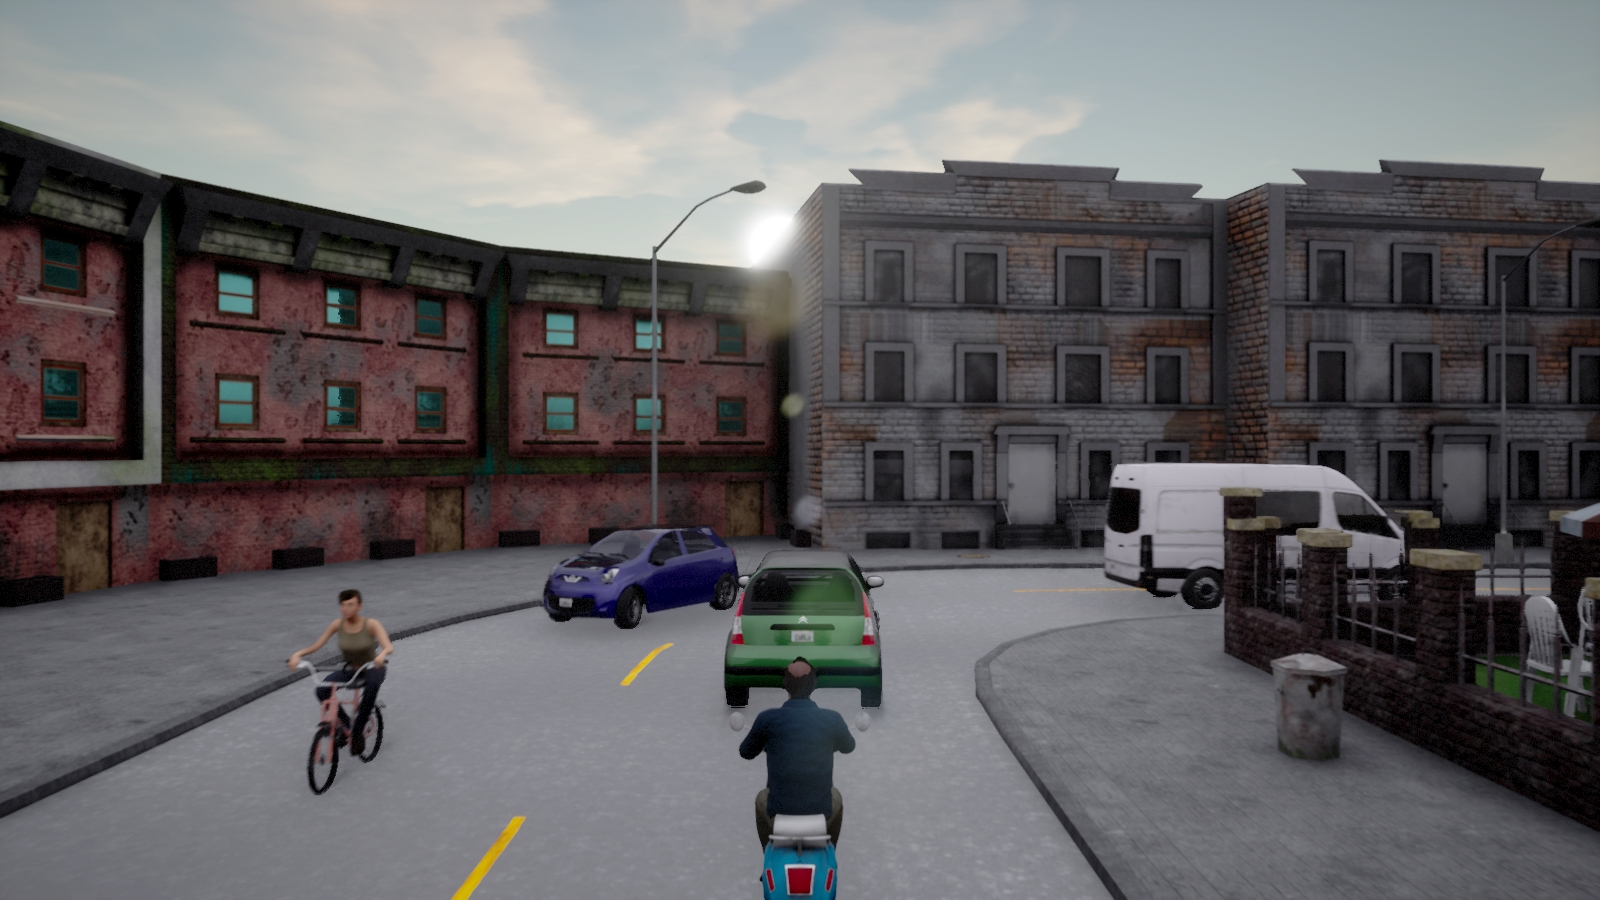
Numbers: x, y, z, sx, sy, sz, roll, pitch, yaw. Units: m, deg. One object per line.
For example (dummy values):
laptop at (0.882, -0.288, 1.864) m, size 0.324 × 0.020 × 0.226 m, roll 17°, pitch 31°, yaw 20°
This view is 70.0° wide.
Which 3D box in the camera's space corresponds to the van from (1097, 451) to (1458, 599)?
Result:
van at (8.726, 1.314, 21.137) m, size 5.915 × 2.561 × 1.988 m, roll 0°, pitch 0°, yaw -6°

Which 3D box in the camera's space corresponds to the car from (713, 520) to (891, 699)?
car at (0.108, 1.780, 13.908) m, size 1.851 × 1.617 × 3.988 m, roll 0°, pitch 0°, yaw 3°

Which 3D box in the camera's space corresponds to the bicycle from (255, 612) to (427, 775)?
bicycle at (-3.883, 2.036, 9.807) m, size 0.859 × 1.080 × 1.487 m, roll 0°, pitch 0°, yaw 1°

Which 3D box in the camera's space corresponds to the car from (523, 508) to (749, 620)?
car at (-2.663, 1.820, 19.238) m, size 1.845 × 1.501 × 3.633 m, roll 0°, pitch 0°, yaw 32°
